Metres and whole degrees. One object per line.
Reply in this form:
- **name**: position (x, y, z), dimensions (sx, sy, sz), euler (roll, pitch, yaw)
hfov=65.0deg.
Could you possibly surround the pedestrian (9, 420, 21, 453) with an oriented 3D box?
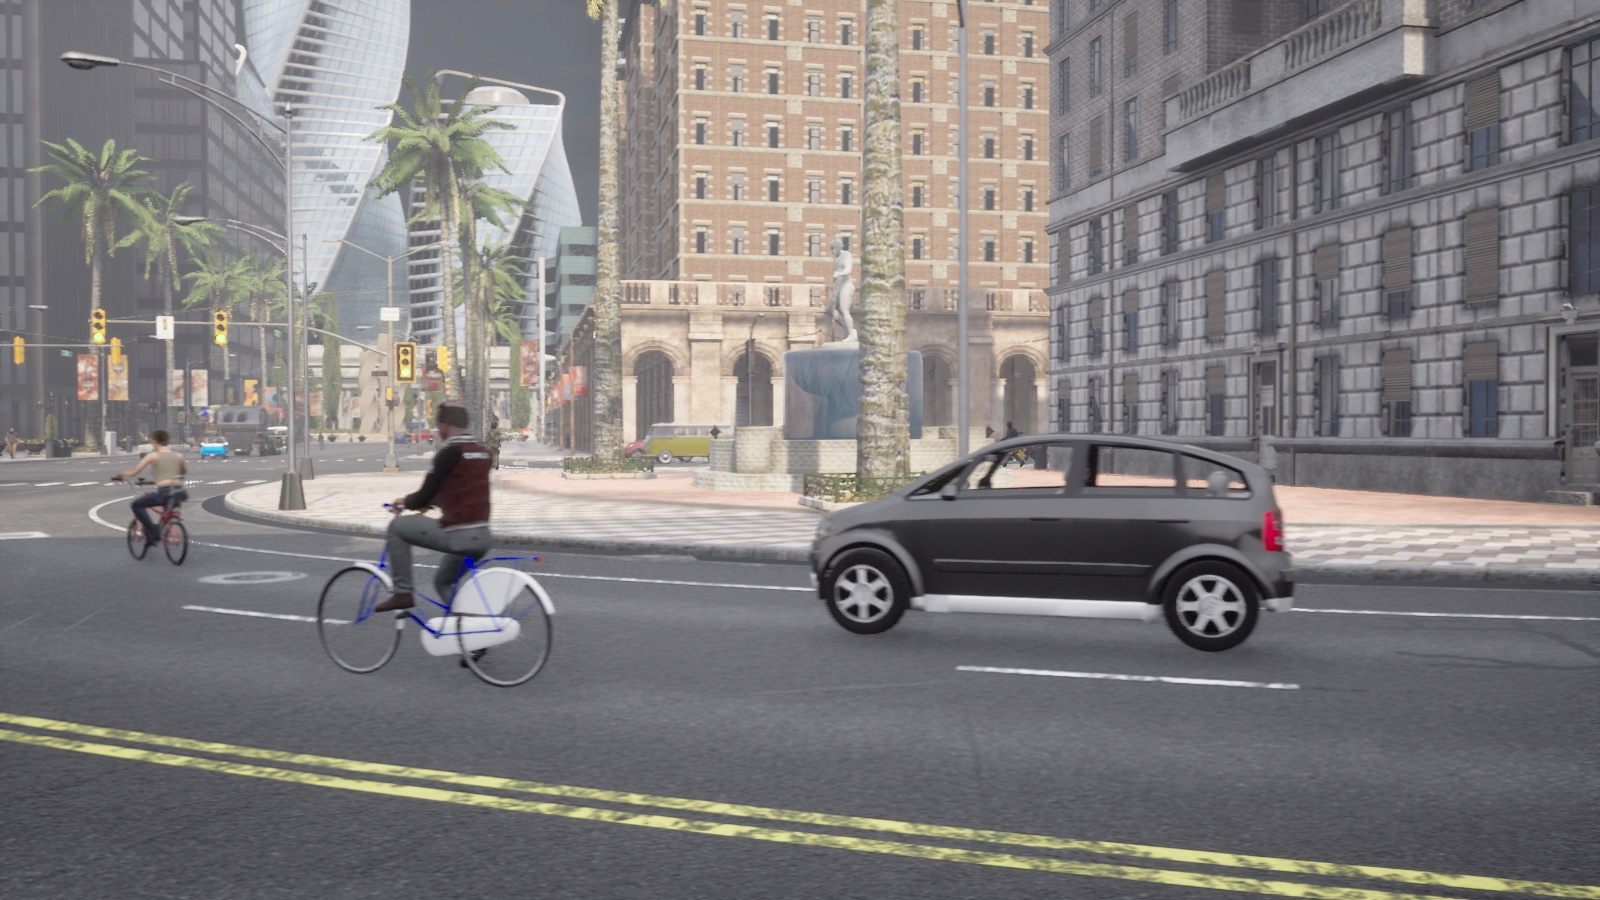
- **pedestrian**: position (-43.374, -0.745, 69.376), dimensions (0.540, 1.848, 0.694), euler (0, 1, -33)

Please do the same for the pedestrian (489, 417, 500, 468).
- **pedestrian**: position (-11.562, -0.289, 47.475), dimensions (0.395, 1.930, 0.692), euler (0, 1, -13)

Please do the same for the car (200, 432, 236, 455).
- **car**: position (-34.995, -0.407, 75.521), dimensions (1.481, 1.376, 2.207), euler (0, 1, -12)

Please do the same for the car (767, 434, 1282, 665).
- **car**: position (1.788, 0.661, 9.981), dimensions (3.705, 1.549, 1.789), euler (1, 1, 18)

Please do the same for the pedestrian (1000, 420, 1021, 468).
- **pedestrian**: position (8.127, -0.221, 48.507), dimensions (0.726, 1.835, 0.370), euler (0, 1, -6)

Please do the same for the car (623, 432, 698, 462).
- **car**: position (-7.174, -0.166, 64.347), dimensions (3.633, 1.501, 1.845), euler (0, 1, -12)

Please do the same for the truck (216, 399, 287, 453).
- **truck**: position (-36.999, -1.595, 84.963), dimensions (2.891, 3.462, 7.936), euler (0, 1, -12)

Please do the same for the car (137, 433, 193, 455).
- **car**: position (-38.892, -0.400, 77.033), dimensions (1.895, 1.301, 4.718), euler (0, 1, -12)

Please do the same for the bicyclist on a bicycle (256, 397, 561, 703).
- **bicyclist on a bicycle**: position (-2.484, 0.567, 7.944), dimensions (1.843, 1.776, 0.659), euler (1, 1, 23)

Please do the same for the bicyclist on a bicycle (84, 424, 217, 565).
- **bicyclist on a bicycle**: position (-7.842, 0.502, 15.150), dimensions (1.509, 1.612, 0.866), euler (1, 0, 38)

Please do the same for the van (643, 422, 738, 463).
- **van**: position (-5.347, -0.371, 61.137), dimensions (4.442, 1.987, 1.775), euler (0, 1, -12)
